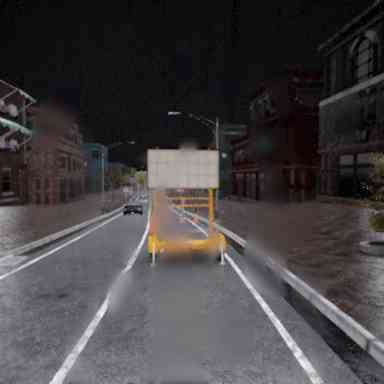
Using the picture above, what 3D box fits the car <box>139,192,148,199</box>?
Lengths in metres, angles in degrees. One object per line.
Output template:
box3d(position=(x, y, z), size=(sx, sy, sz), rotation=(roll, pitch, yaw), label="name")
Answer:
box3d(position=(-10.825, 0.783, 74.693), size=(2.128, 1.511, 4.902), rotation=(0, 3, -7), label="car")

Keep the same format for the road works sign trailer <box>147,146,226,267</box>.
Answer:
box3d(position=(-0.298, 0.321, 10.932), size=(2.380, 3.560, 2.880), rotation=(0, 0, -9), label="road works sign trailer")

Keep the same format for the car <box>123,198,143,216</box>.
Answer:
box3d(position=(-5.909, 1.624, 33.824), size=(2.033, 1.411, 5.357), rotation=(0, -1, -7), label="car")
